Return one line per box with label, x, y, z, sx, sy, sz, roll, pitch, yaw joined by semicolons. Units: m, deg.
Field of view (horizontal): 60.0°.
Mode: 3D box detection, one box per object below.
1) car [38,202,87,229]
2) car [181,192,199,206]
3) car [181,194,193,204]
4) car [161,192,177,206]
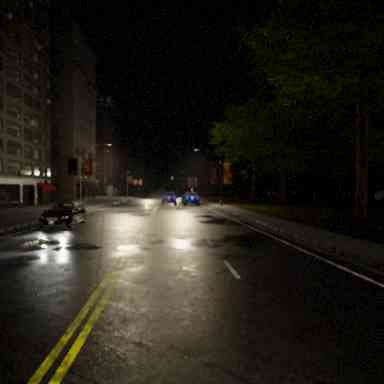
car;-7.946;1.405;20.813;2.128;1.511;4.902;0;0;-4
car;-0.151;0.983;49.101;2.150;2.045;5.566;0;0;-4
car;-0.912;1.212;59.465;1.837;1.490;4.892;0;0;-4
car;-3.392;0.987;48.862;2.150;2.045;5.566;0;0;-4
